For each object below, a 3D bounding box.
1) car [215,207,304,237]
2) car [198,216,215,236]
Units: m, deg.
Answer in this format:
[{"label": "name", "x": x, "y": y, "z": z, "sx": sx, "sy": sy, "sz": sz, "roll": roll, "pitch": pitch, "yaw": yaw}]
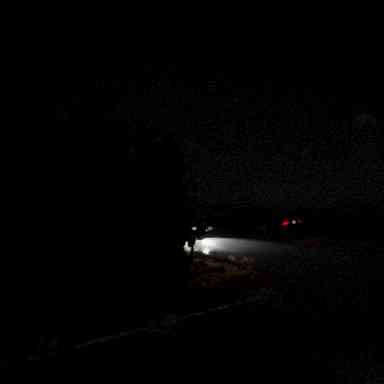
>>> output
[{"label": "car", "x": 3.202, "y": 1.517, "z": 17.900, "sx": 2.033, "sy": 1.411, "sz": 5.357, "roll": 0, "pitch": 0, "yaw": -43}, {"label": "car", "x": -1.027, "y": 1.542, "z": 17.297, "sx": 1.994, "sy": 1.385, "sz": 4.181, "roll": 0, "pitch": 0, "yaw": -35}]
